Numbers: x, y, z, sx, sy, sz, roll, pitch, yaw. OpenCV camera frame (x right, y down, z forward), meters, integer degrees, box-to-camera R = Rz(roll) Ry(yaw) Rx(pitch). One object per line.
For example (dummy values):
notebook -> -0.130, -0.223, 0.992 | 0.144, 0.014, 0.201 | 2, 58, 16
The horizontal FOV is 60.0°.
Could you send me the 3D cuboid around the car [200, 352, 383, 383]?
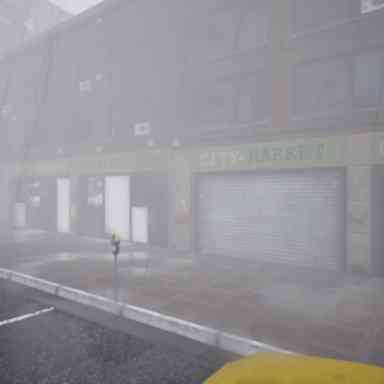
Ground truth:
car -> 1.982, 1.532, 1.469 | 4.829, 1.417, 1.752 | 1, 0, 36
